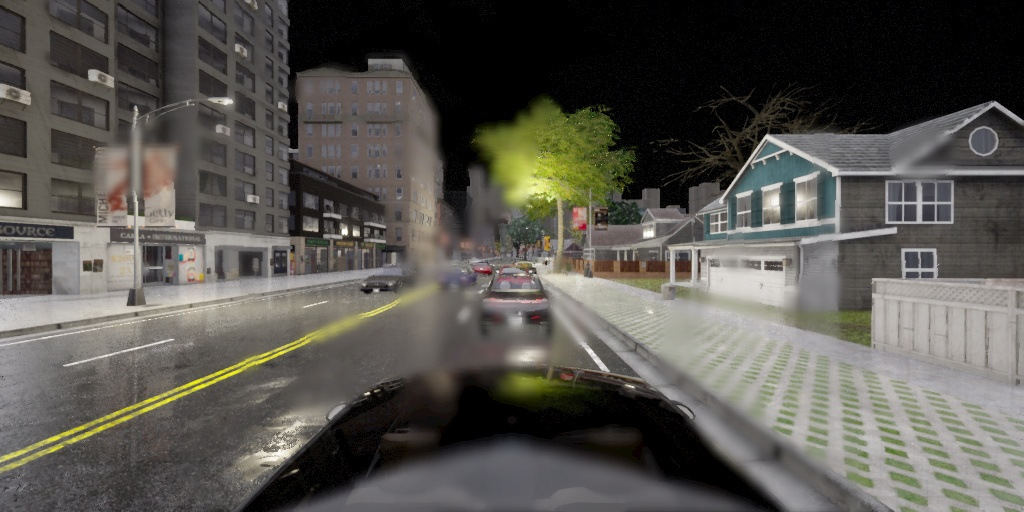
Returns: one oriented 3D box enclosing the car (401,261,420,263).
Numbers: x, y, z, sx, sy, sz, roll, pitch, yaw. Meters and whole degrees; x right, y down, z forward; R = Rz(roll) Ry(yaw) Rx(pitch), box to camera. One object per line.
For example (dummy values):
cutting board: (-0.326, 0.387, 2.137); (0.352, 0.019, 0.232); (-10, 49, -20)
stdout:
car: (-9.813, 1.231, 34.292); (1.837, 1.490, 4.892); (0, 0, 0)

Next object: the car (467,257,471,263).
car: (-6.474, 1.213, 64.843); (1.812, 1.442, 4.674); (0, 0, 1)

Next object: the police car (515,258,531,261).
police car: (1.006, 1.157, 29.647); (1.930, 1.638, 5.238); (0, 0, 0)

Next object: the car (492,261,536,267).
car: (0.121, 1.220, 19.917); (1.882, 1.535, 5.008); (0, 0, 0)

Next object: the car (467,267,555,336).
car: (0.112, 1.240, 10.414); (2.128, 1.511, 4.902); (0, 0, 0)

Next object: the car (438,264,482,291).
car: (-3.127, 1.341, 21.796); (1.895, 1.301, 4.718); (0, 0, 0)

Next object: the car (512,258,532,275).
car: (1.017, 1.071, 39.507); (2.097, 1.767, 4.553); (0, 0, 0)

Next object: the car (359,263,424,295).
car: (-6.579, 1.290, 20.060); (2.033, 1.411, 5.357); (0, 0, 0)

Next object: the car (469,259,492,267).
car: (-3.109, 1.284, 38.813); (1.994, 1.385, 4.181); (0, 0, 0)
